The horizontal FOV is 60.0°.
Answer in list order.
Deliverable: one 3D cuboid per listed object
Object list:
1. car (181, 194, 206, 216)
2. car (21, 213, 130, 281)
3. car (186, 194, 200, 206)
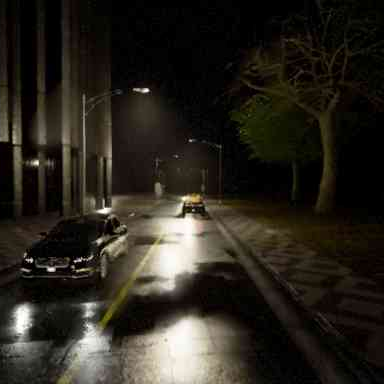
[{"bbox_3d":[0.130,1.229,28.623,2.128,1.511,4.902,0,1,0],"label":"car"},{"bbox_3d":[-3.067,1.435,9.705,1.837,1.490,4.892,0,0,0],"label":"car"},{"bbox_3d":[0.147,1.027,45.066,1.882,1.535,5.008,0,1,0],"label":"car"}]
